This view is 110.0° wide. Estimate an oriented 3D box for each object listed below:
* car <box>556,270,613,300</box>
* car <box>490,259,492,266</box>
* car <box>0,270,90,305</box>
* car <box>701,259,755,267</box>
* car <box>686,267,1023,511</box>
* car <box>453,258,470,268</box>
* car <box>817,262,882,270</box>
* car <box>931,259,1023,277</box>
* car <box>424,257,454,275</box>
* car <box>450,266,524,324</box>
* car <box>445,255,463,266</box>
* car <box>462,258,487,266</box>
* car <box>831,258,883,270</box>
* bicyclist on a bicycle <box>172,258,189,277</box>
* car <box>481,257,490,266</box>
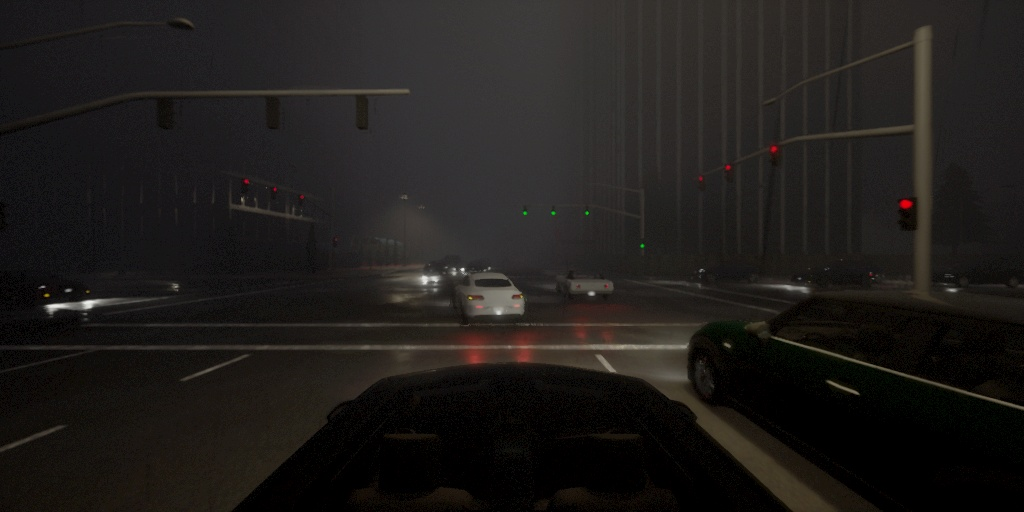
[{"bbox_3d":[3.351,1.307,17.499,1.895,1.301,4.718,0,0,-1],"label":"car"},{"bbox_3d":[-4.532,0.945,60.383,2.097,1.767,4.553,0,0,0],"label":"car"},{"bbox_3d":[-20.882,1.283,15.241,4.181,1.385,1.994,0,0,-1],"label":"car"},{"bbox_3d":[15.390,1.032,26.226,4.553,1.767,2.097,0,0,0],"label":"car"},{"bbox_3d":[3.582,1.097,3.360,2.097,1.767,4.553,0,0,0],"label":"car"},{"bbox_3d":[-8.007,1.094,57.201,2.128,1.511,4.902,0,0,0],"label":"car"},{"bbox_3d":[20.235,1.252,22.762,4.181,1.385,1.994,0,0,0],"label":"car"},{"bbox_3d":[29.222,1.163,22.824,5.008,1.535,1.882,0,0,0],"label":"car"},{"bbox_3d":[-7.818,1.147,37.373,2.128,1.511,4.902,0,0,1],"label":"car"},{"bbox_3d":[-0.906,1.248,11.844,1.812,1.442,4.674,0,0,-14],"label":"car"},{"bbox_3d":[-7.907,0.851,47.219,2.150,2.045,5.566,0,0,-1],"label":"car"},{"bbox_3d":[-4.341,1.206,41.933,1.994,1.385,4.181,0,0,-1],"label":"car"},{"bbox_3d":[24.283,1.029,26.291,4.553,1.767,2.097,0,0,0],"label":"car"},{"bbox_3d":[-28.348,0.980,30.674,0.582,1.620,1.656,0,0,0],"label":"bicyclist on a bicycle"},{"bbox_3d":[-4.448,1.145,50.548,1.812,1.442,4.674,0,0,-1],"label":"car"}]
